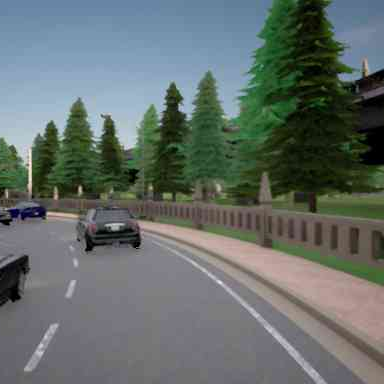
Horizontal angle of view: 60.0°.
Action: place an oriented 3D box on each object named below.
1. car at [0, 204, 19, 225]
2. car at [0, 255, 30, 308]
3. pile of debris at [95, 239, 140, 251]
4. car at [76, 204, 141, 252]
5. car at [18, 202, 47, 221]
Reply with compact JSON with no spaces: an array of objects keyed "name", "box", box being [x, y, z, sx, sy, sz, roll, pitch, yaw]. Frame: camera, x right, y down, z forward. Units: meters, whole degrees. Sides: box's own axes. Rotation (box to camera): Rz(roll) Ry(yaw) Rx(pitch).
[{"name":"car","box":[-14.469,1.653,23.763,2.033,1.411,5.357,-1,0,-43]},{"name":"car","box":[-4.199,1.634,5.342,1.895,1.301,4.718,-1,0,-11]},{"name":"pile of debris","box":[-3.140,2.185,13.925,1.500,0.140,1.860,-1,0,-24]},{"name":"car","box":[-3.735,1.368,14.337,2.097,1.767,4.553,-1,0,-24]},{"name":"car","box":[-14.041,1.572,28.299,1.882,1.535,5.008,-1,0,-43]}]
